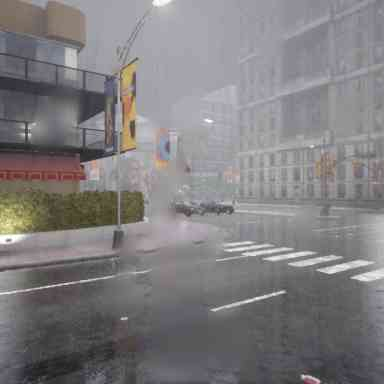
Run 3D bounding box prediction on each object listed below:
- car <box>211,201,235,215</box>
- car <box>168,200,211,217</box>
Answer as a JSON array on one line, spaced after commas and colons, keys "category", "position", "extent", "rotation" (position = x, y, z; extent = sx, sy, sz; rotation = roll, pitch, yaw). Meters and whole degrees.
[{"category": "car", "position": [2.251, 1.601, 34.143], "extent": [1.895, 1.301, 4.718], "rotation": [0, 0, -35]}, {"category": "car", "position": [-0.598, 1.526, 32.112], "extent": [1.812, 1.442, 4.674], "rotation": [0, 0, -35]}]
